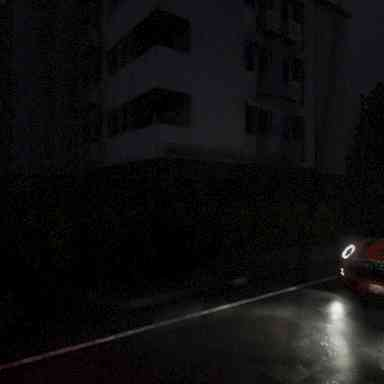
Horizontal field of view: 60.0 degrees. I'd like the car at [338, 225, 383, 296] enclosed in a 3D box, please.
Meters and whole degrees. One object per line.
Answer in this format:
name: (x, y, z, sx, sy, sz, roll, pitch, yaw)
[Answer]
car: (5.521, 1.336, 7.964, 4.553, 1.767, 2.097, 0, 0, -36)
